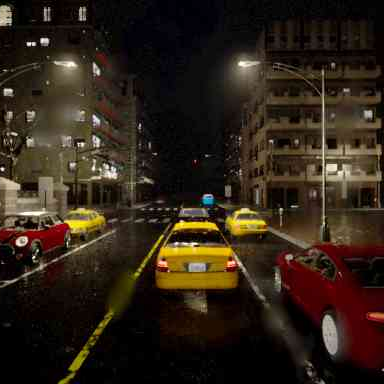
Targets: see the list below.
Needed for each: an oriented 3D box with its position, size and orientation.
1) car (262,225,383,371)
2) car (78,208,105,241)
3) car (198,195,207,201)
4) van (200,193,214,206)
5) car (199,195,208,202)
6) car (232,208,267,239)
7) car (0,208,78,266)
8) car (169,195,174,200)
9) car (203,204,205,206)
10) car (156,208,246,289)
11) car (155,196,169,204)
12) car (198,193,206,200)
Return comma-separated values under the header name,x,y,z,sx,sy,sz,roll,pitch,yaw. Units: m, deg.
name,x,y,z,sx,sy,sz,roll,pitch,yaw
car,2.694,1.546,5.755,1.887,1.381,4.507,1,0,0
car,-5.692,1.527,16.831,1.752,1.417,4.829,1,0,0
car,2.651,1.495,83.336,2.008,1.369,4.403,1,0,0
van,2.670,1.321,54.981,1.690,1.788,3.998,1,0,0
car,2.654,1.503,77.665,2.008,1.369,4.403,1,0,0
car,2.688,1.527,17.159,1.752,1.417,4.829,1,0,0
car,-5.688,1.442,11.387,1.967,1.590,4.097,1,0,0
car,-5.733,1.516,89.060,1.802,1.307,4.206,1,0,0
car,0.096,1.603,19.616,1.895,1.301,4.718,0,0,0
car,0.094,1.458,9.127,1.801,1.575,5.366,0,0,0
car,-5.717,1.556,60.705,1.802,1.307,4.206,1,0,0
car,2.651,1.249,89.007,2.192,1.841,5.009,1,0,0
